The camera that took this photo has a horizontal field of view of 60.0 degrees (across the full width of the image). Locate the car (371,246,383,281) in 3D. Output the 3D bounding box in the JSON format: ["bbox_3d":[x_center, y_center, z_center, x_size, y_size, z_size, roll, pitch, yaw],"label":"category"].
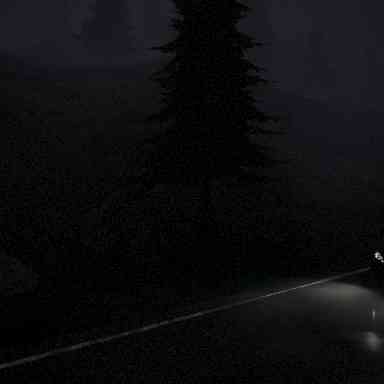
[{"bbox_3d":[6.558,1.526,8.695,4.674,1.442,1.812,0,0,-36],"label":"car"}]
